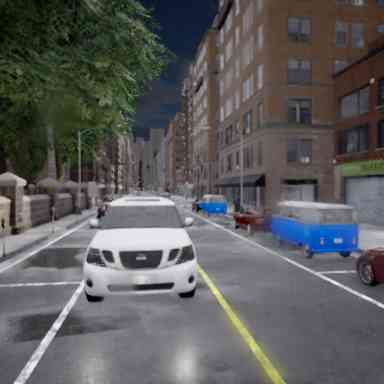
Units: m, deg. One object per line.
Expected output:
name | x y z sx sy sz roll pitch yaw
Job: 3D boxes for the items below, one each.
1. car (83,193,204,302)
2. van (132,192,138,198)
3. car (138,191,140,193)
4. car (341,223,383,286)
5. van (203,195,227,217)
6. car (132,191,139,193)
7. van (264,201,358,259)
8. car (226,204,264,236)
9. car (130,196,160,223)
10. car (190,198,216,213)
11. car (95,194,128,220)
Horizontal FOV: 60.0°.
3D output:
car | -1.271 1.175 8.597 2.150 2.045 5.566 0 0 -8
van | -15.850 0.782 92.483 1.690 1.788 3.998 0 0 -8
car | -13.537 1.086 76.296 2.008 1.369 4.403 0 0 -8
car | 5.044 1.533 6.482 1.802 1.307 4.206 0 0 -8
van | 1.843 1.164 28.894 1.690 1.788 3.998 0 0 -8
car | -12.742 1.095 70.732 1.752 1.417 4.829 0 0 -8
van | 4.243 1.261 12.084 1.690 1.788 3.998 0 0 -8
car | 3.444 1.433 17.689 1.887 1.381 4.507 0 0 -8
car | -3.568 1.209 25.366 2.097 1.767 4.553 0 0 -8
car | 1.044 1.354 34.499 1.947 1.339 4.313 0 0 -8
car | -6.591 1.164 27.650 2.192 1.841 5.009 0 0 -8
